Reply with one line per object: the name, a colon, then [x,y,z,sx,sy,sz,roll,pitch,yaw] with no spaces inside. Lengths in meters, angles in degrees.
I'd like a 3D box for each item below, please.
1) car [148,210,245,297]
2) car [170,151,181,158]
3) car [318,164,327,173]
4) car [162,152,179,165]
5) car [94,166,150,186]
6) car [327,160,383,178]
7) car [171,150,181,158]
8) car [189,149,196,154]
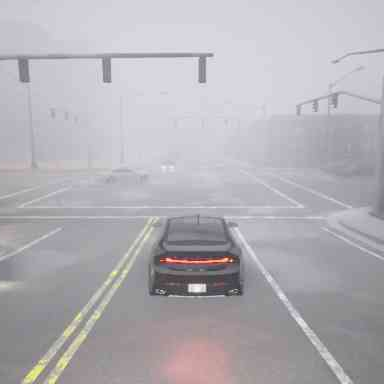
car: [0.081,1.203,7.996,1.837,1.490,4.892,0,4,0]
car: [-3.494,-6.635,60.791,2.097,1.767,4.553,0,9,0]
car: [16.318,-2.727,36.260,4.902,1.511,2.128,0,9,0]
car: [-3.536,-4.880,50.660,2.033,1.411,5.357,0,9,0]
car: [-5.820,-1.421,28.017,4.674,1.442,1.812,-5,11,-30]
car: [16.682,-2.140,32.810,5.357,1.411,2.033,0,9,2]
car: [-3.415,-8.072,70.969,1.882,1.535,5.008,0,9,0]
car: [0.109,-10.966,90.285,1.994,1.385,4.181,0,9,0]
